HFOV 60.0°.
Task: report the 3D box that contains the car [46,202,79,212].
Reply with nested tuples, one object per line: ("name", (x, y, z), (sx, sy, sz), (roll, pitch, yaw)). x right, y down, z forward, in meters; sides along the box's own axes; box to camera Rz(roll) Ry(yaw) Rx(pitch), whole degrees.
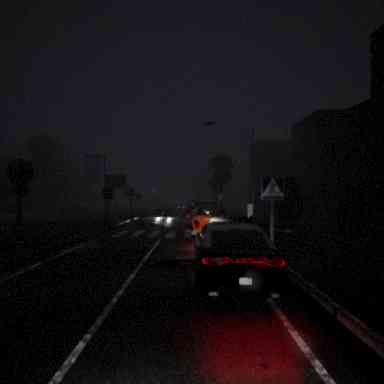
("car", (-21.822, 2.504, 55.259), (4.674, 1.452, 2.002), (0, -1, 0))

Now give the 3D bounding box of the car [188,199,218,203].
("car", (1.009, 1.542, 24.691), (2.150, 2.045, 5.566), (0, -1, 0))

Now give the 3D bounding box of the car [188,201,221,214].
("car", (0.994, 1.533, 18.625), (2.097, 1.767, 4.553), (0, -1, 0))

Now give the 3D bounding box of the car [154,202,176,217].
("car", (-3.268, 2.216, 39.153), (1.994, 1.385, 4.181), (0, -1, 0))

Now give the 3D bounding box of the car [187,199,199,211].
("car", (0.149, 2.354, 60.247), (2.150, 2.045, 5.566), (0, -1, 0))

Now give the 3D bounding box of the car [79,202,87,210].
("car", (-21.806, 2.541, 58.535), (4.892, 1.521, 2.231), (0, -1, 0))

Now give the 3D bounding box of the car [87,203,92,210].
("car", (-21.804, 2.615, 61.807), (5.008, 1.535, 2.097), (0, -1, 0))

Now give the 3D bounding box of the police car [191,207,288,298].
("police car", (1.002, 1.440, 8.743), (1.930, 1.638, 5.238), (1, 0, 0))

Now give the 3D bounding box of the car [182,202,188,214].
("car", (0.112, 2.304, 46.176), (2.128, 1.511, 4.902), (0, -1, 0))
